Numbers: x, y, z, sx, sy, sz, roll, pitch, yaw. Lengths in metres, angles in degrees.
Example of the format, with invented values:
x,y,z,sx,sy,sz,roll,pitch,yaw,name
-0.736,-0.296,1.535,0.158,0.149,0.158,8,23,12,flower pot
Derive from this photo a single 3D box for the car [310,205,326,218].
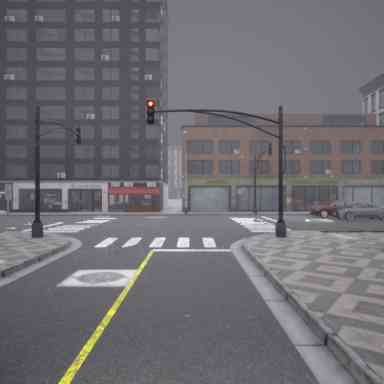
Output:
x,y,z,sx,sy,sz,roll,pitch,yaw,name
13.161,1.490,29.862,5.008,1.535,1.882,0,0,1,car

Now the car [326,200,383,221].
x,y,z,sx,sy,sz,roll,pitch,yaw,name
13.415,1.549,26.608,4.181,1.385,1.994,0,0,0,car
